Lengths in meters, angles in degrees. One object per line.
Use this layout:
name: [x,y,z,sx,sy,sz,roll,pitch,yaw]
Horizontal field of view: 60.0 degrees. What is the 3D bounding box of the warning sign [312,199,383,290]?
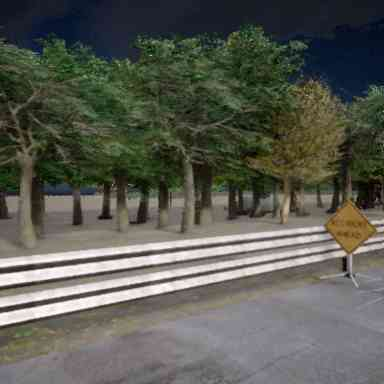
warning sign: [3.696,1.117,7.792,1.060,1.860,1.300,0,0,-35]
